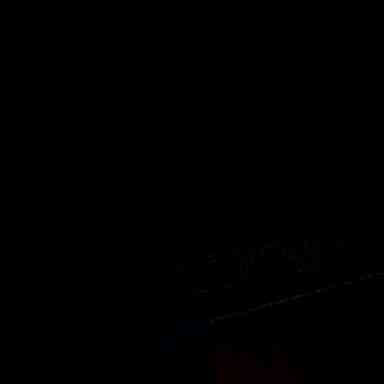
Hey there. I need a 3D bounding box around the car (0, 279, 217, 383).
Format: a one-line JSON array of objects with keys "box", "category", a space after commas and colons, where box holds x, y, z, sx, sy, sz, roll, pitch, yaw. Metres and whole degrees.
[{"box": [-2.111, 1.477, 2.173, 5.008, 1.535, 1.882, 0, 0, -36], "category": "car"}]
